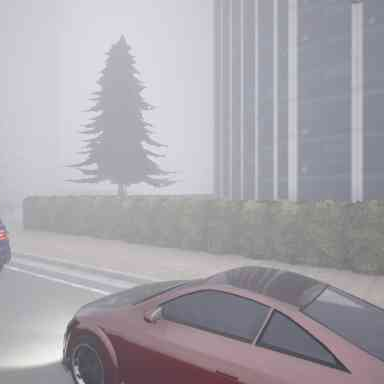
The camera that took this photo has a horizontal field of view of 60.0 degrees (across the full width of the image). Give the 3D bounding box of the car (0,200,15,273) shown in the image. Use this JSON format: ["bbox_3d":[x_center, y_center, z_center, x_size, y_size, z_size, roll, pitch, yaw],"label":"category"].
[{"bbox_3d":[-7.153,1.221,9.060,5.566,2.045,2.150,0,0,35],"label":"car"}]

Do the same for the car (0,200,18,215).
[{"bbox_3d":[-20.361,1.560,33.239,1.837,1.490,4.892,0,0,35],"label":"car"}]

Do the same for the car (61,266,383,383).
[{"bbox_3d":[0.457,1.564,3.667,4.181,1.385,1.994,0,0,35],"label":"car"}]
